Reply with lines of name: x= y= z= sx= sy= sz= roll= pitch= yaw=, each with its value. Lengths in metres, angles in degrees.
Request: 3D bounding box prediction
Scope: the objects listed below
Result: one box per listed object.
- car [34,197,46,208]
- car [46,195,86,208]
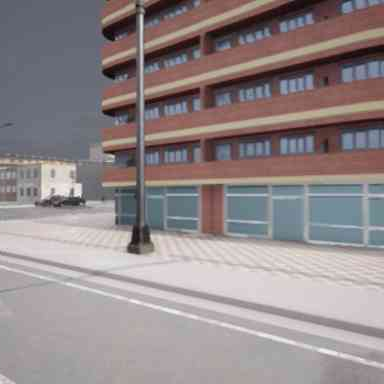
car: x=-20.225 y=1.265 z=47.765 sx=2.097 sy=1.767 sz=4.553 roll=0 pitch=1 yaw=37
car: x=-17.091 y=1.392 z=46.117 sx=1.837 sy=1.490 sz=4.892 roll=0 pitch=1 yaw=37
